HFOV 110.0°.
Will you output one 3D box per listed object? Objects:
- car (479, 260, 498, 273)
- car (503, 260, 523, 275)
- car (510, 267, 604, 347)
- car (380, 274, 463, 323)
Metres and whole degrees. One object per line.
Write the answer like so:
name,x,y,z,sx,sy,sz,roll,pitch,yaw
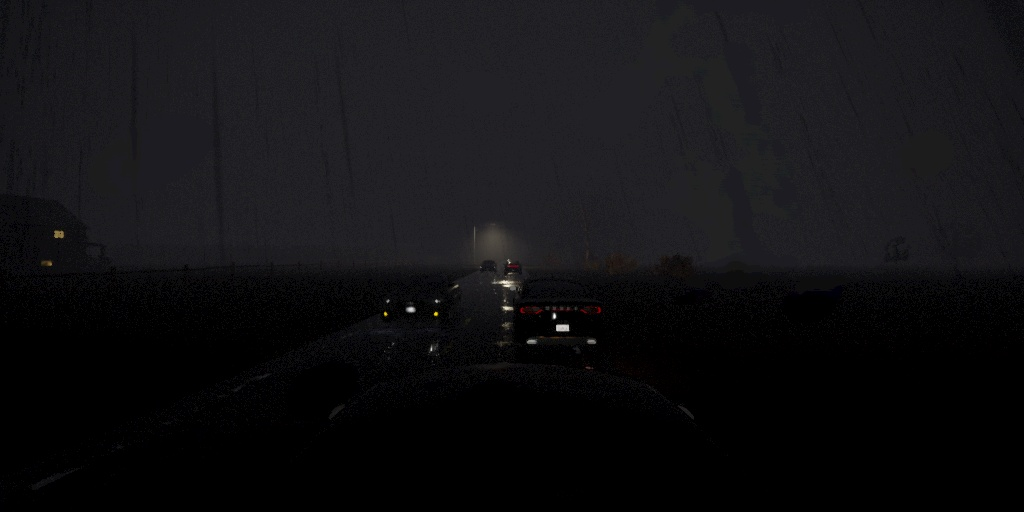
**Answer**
car,-2.735,1.246,42.304,1.837,1.490,4.892,0,0,0
car,0.101,1.234,38.691,2.128,1.511,4.902,0,0,0
car,0.969,1.226,9.330,1.882,1.535,5.008,0,0,0
car,-2.844,1.312,12.047,1.994,1.385,4.181,0,0,0
